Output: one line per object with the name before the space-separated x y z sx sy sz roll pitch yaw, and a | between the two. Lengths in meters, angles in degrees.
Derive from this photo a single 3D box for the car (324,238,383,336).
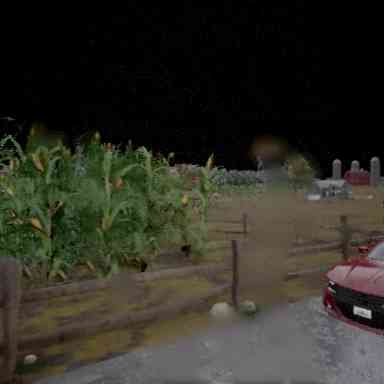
car | 4.513 1.481 6.293 5.008 1.535 1.882 0 0 -36
